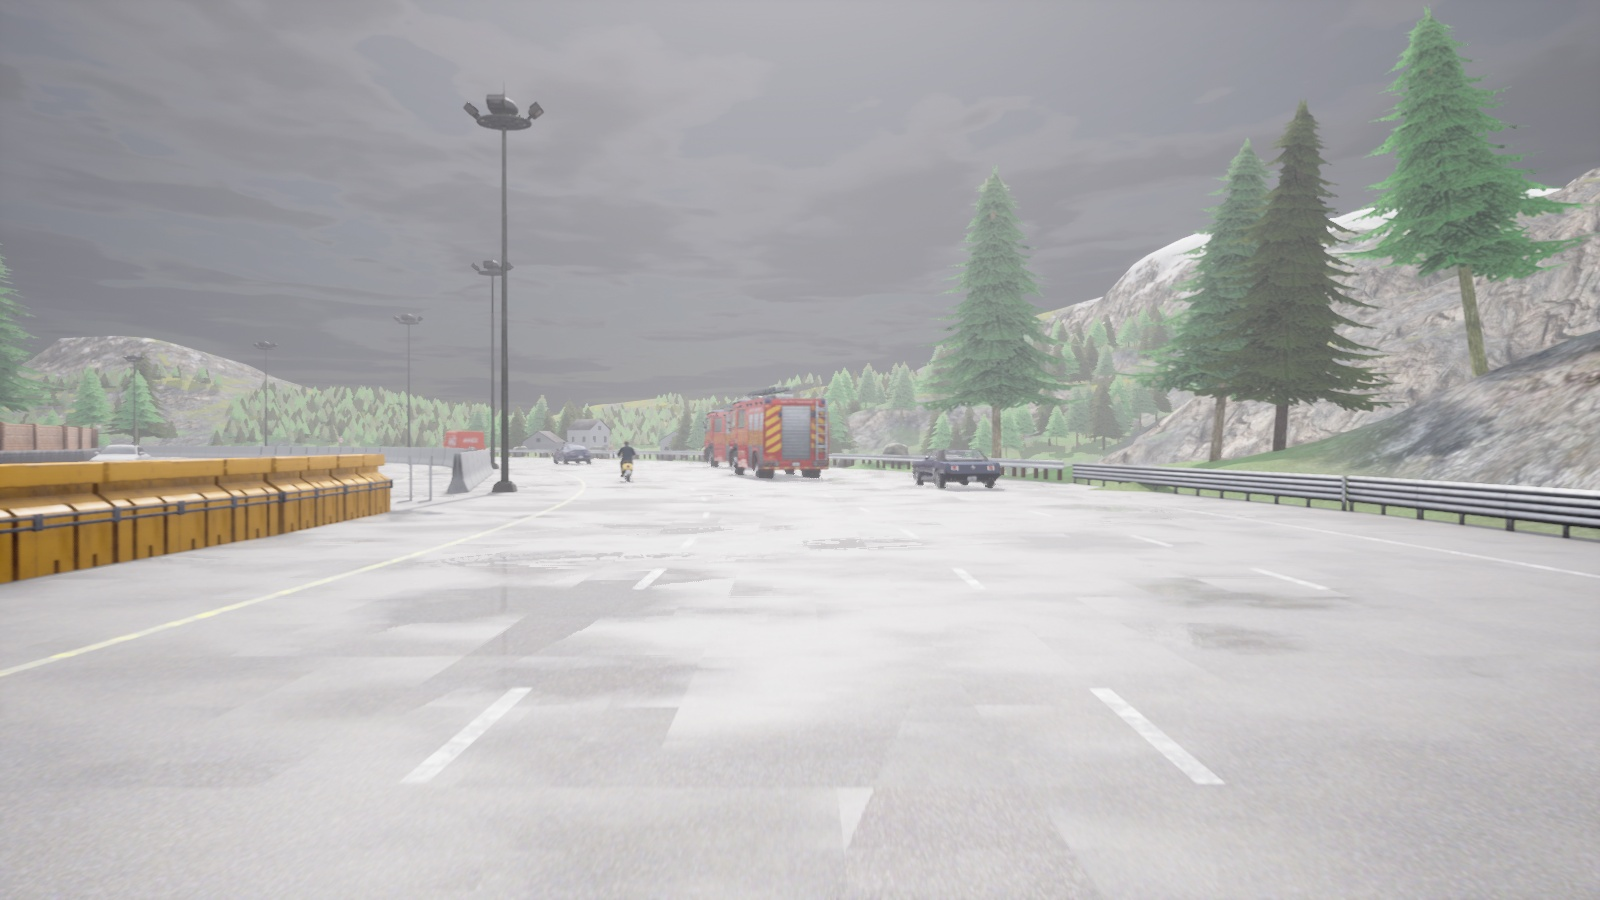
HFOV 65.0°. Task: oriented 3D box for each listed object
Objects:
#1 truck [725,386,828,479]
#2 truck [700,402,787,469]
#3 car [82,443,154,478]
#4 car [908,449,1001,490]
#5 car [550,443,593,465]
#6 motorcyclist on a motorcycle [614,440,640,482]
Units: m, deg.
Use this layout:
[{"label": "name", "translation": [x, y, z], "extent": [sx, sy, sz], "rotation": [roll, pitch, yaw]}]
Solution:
[{"label": "truck", "translation": [-1.194, -0.736, 56.288], "extent": [2.891, 3.827, 8.468], "rotation": [0, 0, -13]}, {"label": "truck", "translation": [-3.528, -0.850, 76.120], "extent": [2.891, 3.827, 8.468], "rotation": [0, 0, -20]}, {"label": "car", "translation": [-29.823, 0.438, 55.065], "extent": [1.812, 1.442, 4.674], "rotation": [0, 0, -16]}, {"label": "car", "translation": [5.121, 0.613, 42.272], "extent": [1.895, 1.301, 4.718], "rotation": [0, 0, -9]}, {"label": "car", "translation": [-16.031, 0.264, 87.895], "extent": [1.812, 1.442, 4.674], "rotation": [0, 0, -25]}, {"label": "motorcyclist on a motorcycle", "translation": [-6.773, 0.418, 48.986], "extent": [0.866, 1.590, 1.817], "rotation": [-1, 0, -12]}]
